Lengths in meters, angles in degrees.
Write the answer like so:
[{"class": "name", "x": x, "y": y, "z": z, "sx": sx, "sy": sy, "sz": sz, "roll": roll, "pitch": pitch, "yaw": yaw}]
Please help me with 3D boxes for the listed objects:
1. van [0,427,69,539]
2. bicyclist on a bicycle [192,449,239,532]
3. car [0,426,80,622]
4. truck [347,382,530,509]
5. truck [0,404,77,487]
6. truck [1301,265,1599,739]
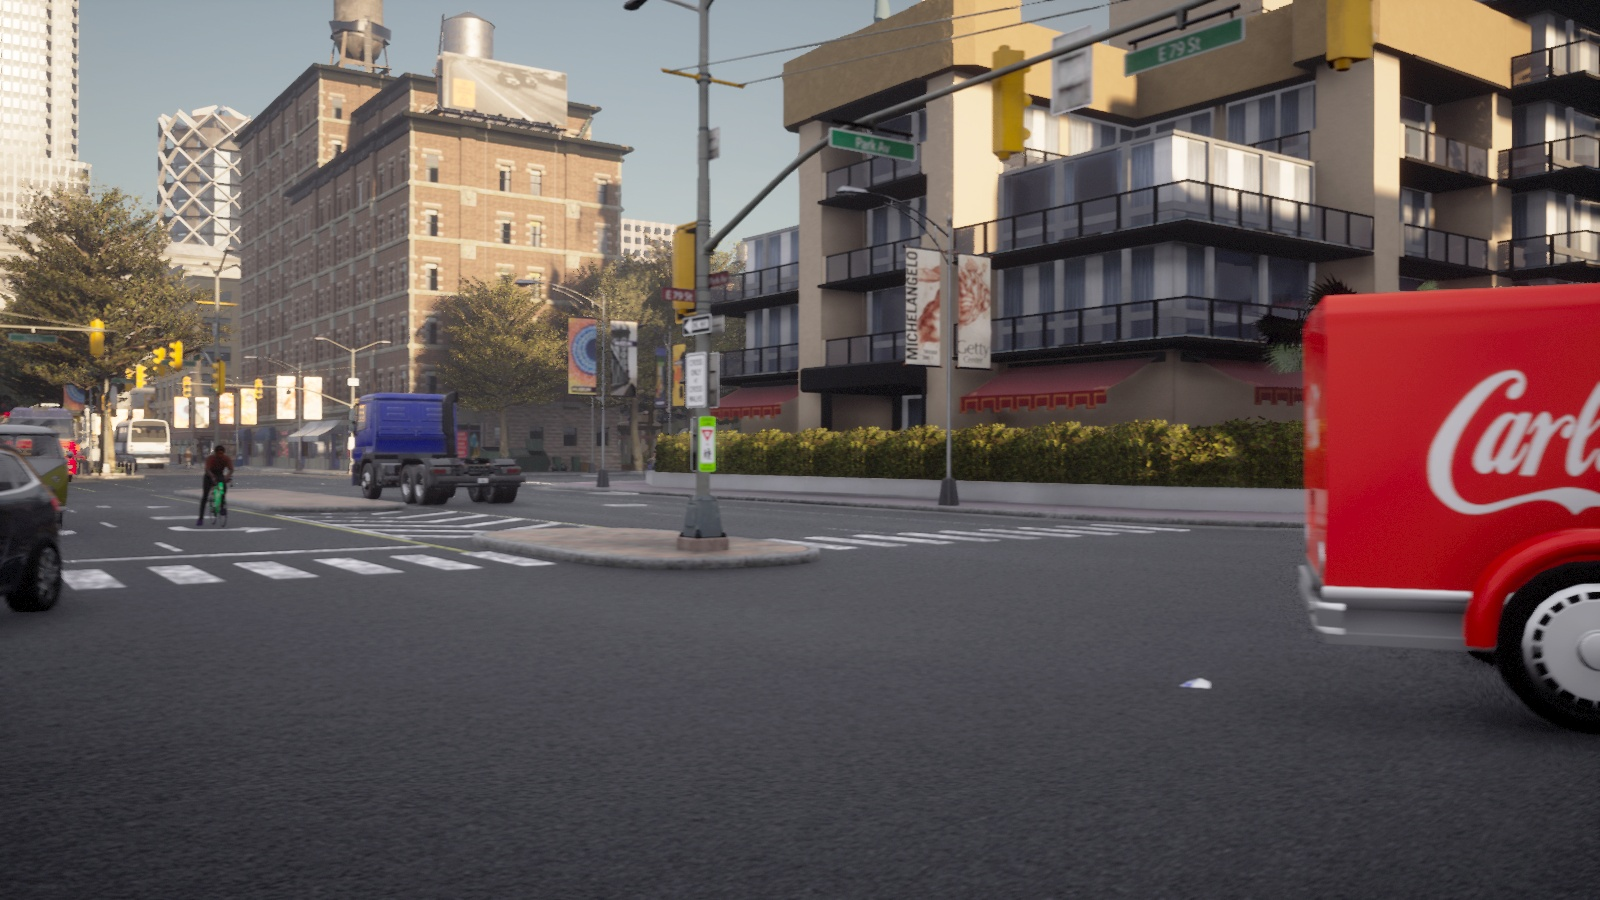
[{"class": "van", "x": -15.374, "y": 0.589, "z": 24.269, "sx": 1.775, "sy": 1.987, "sz": 4.442, "roll": 0, "pitch": 0, "yaw": -35}, {"class": "bicyclist on a bicycle", "x": -11.732, "y": 0.783, "z": 25.183, "sx": 0.582, "sy": 1.620, "sz": 1.656, "roll": 0, "pitch": 0, "yaw": -35}, {"class": "car", "x": -7.833, "y": 0.630, "z": 9.960, "sx": 2.242, "sy": 1.667, "sz": 4.611, "roll": 0, "pitch": 0, "yaw": -10}, {"class": "truck", "x": -11.195, "y": -0.122, "z": 38.261, "sx": 2.891, "sy": 3.462, "sz": 7.936, "roll": 0, "pitch": 0, "yaw": -35}, {"class": "truck", "x": -37.816, "y": -0.188, "z": 61.990, "sx": 2.891, "sy": 3.827, "sz": 8.468, "roll": 0, "pitch": 0, "yaw": -35}, {"class": "truck", "x": 5.798, "y": 0.262, "z": 7.349, "sx": 5.204, "sy": 2.467, "sz": 2.627, "roll": 0, "pitch": 0, "yaw": 19}]
